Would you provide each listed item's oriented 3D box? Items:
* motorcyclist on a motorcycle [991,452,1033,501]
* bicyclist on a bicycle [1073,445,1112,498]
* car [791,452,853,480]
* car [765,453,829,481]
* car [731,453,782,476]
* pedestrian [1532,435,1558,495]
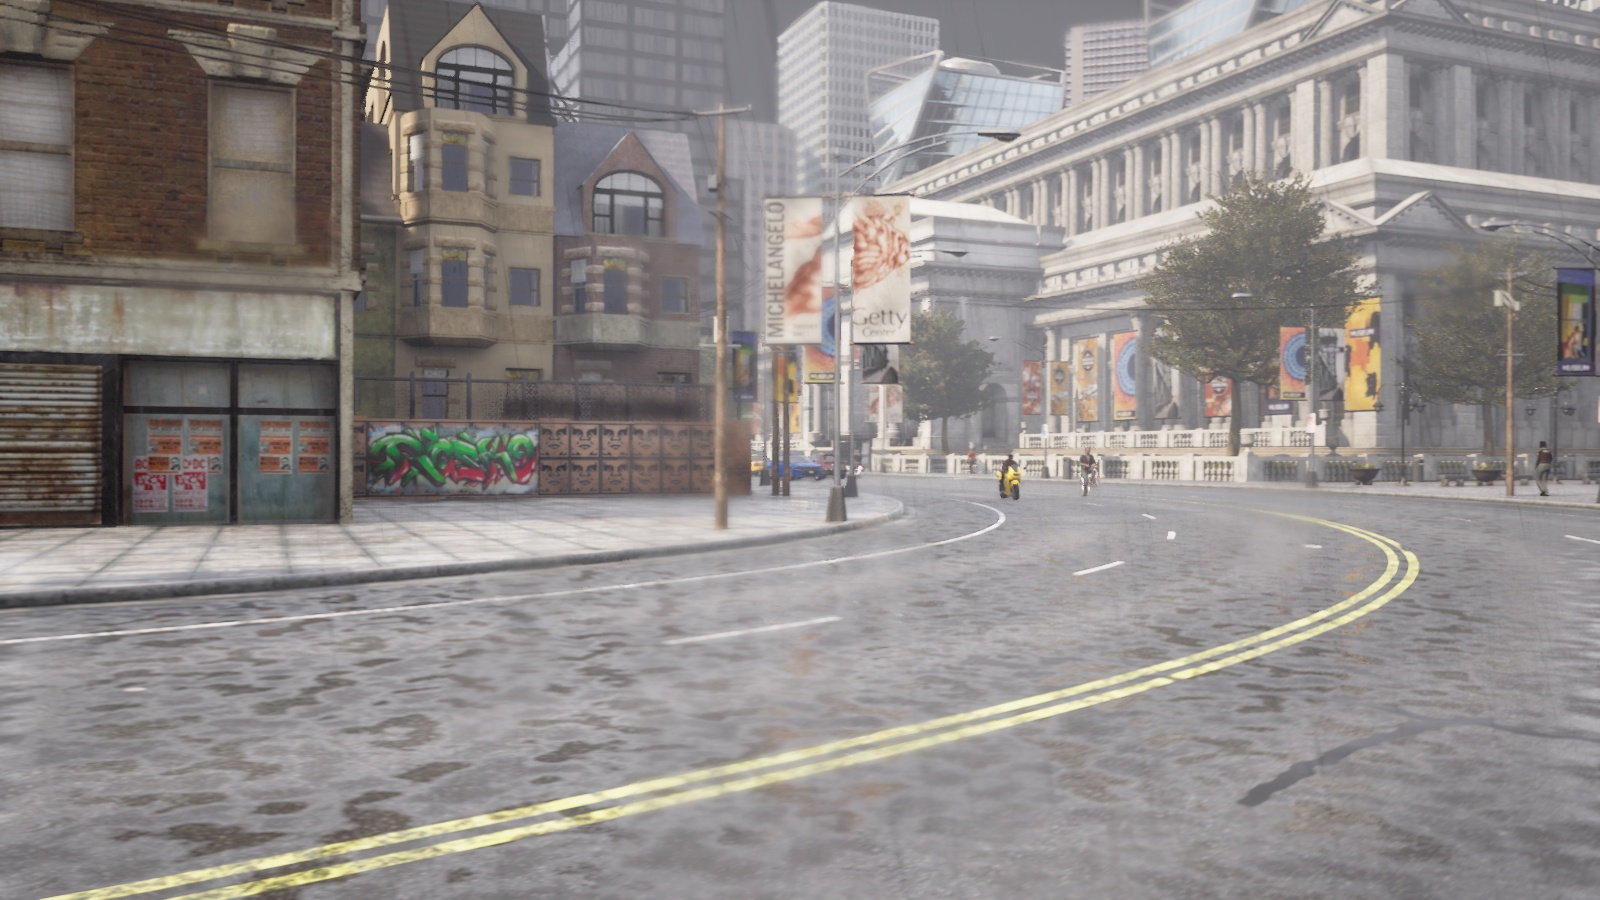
[{"bbox_3d":[6.855,0.845,40.699,0.797,1.523,2.044,-1,0,-6],"label":"motorcyclist on a motorcycle"},{"bbox_3d":[10.038,0.733,43.121,0.659,1.776,1.843,0,0,-9],"label":"bicyclist on a bicycle"},{"bbox_3d":[1.331,0.934,77.342,2.033,1.649,4.856,0,0,-23],"label":"car"},{"bbox_3d":[-0.203,0.965,71.893,1.882,1.535,5.008,0,0,-22],"label":"car"},{"bbox_3d":[-3.126,0.988,88.129,1.801,1.575,5.366,0,0,-23],"label":"car"},{"bbox_3d":[24.254,0.473,40.887,0.402,1.930,0.666,0,0,-5],"label":"pedestrian"}]
